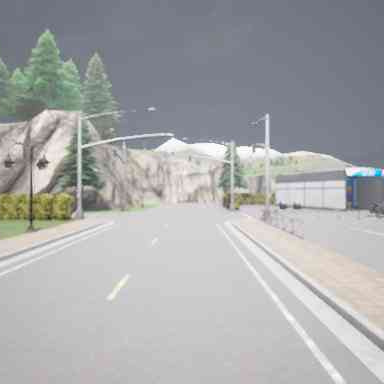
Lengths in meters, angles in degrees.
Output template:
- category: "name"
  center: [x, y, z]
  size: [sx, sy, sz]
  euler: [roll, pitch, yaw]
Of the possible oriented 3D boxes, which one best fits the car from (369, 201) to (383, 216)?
- category: "car"
  center: [18.981, 1.524, 30.545]
  size: [4.902, 1.511, 2.128]
  euler: [0, 0, 1]
